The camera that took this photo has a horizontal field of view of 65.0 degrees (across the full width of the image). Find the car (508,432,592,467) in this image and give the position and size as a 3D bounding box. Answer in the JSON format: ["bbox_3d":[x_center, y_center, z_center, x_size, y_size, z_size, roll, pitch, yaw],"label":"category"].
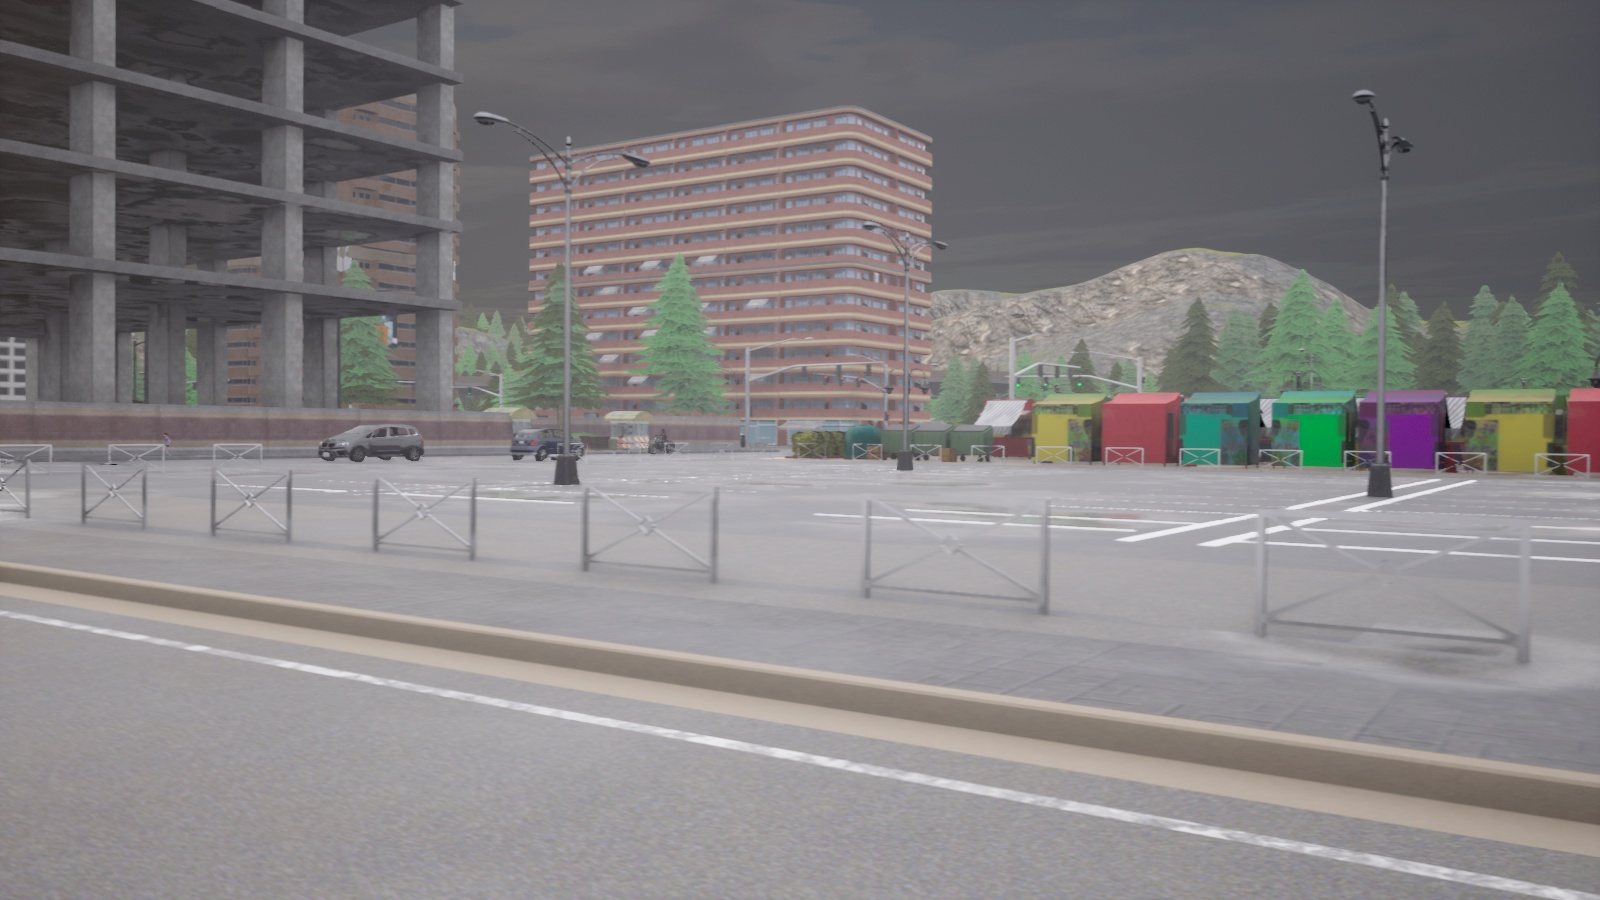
[{"bbox_3d":[-11.700,-0.044,58.947,1.789,1.549,3.705,0,1,32],"label":"car"}]

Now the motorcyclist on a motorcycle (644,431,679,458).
[{"bbox_3d":[-8.459,-0.343,76.630,0.766,1.649,2.350,0,1,33],"label":"motorcyclist on a motorcycle"}]

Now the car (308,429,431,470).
[{"bbox_3d":[-18.698,-0.057,54.744,2.242,1.667,4.611,0,1,33],"label":"car"}]
